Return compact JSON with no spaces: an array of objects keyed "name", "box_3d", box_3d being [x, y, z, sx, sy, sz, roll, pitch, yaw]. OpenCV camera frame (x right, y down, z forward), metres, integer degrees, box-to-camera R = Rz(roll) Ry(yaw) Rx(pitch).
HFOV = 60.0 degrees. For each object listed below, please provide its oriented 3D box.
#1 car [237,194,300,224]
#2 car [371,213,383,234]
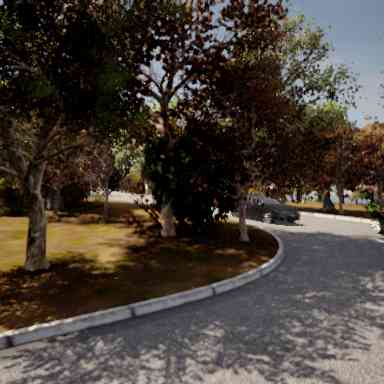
[{"name":"car","box_3d":[4.179,0.919,19.662,1.837,1.490,4.892,2,2,-29]},{"name":"car","box_3d":[9.262,1.252,13.665,1.882,1.535,5.008,1,2,5]}]
